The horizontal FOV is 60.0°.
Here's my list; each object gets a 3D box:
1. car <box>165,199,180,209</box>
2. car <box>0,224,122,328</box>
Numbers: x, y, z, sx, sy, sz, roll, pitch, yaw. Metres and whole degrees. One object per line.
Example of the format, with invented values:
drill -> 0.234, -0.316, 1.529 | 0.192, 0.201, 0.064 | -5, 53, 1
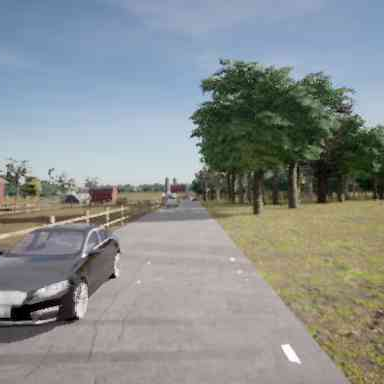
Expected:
car -> -2.825, 1.697, 48.536 | 1.812, 1.442, 4.674 | 0, 0, 0
car -> -2.851, 1.512, 7.357 | 2.128, 1.511, 4.902 | 0, 0, 0
